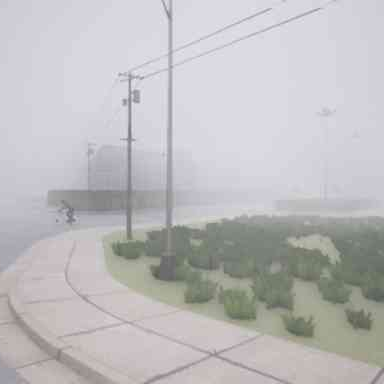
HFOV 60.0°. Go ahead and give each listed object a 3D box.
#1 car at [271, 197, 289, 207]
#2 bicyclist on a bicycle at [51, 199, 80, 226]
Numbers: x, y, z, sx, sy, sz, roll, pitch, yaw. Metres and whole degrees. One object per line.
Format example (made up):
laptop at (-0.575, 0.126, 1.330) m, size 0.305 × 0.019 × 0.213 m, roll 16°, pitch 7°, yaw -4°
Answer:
car at (13.411, 1.450, 49.944) m, size 1.812 × 1.442 × 4.674 m, roll 0°, pitch 0°, yaw 35°
bicyclist on a bicycle at (-7.631, 1.271, 20.100) m, size 1.656 × 1.620 × 0.582 m, roll 0°, pitch 0°, yaw -22°
